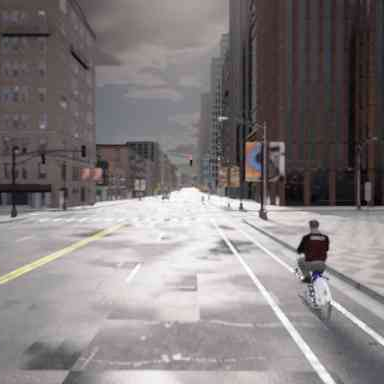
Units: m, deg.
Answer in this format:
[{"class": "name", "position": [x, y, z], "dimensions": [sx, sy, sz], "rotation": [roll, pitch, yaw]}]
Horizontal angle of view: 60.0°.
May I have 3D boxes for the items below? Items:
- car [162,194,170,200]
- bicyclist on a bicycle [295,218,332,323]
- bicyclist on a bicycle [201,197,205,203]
[{"class": "car", "position": [-6.492, 1.270, 83.013], "dimensions": [1.837, 1.490, 4.892], "rotation": [0, 0, 0]}, {"class": "bicyclist on a bicycle", "position": [2.251, 1.377, 6.337], "dimensions": [0.659, 1.776, 1.843], "rotation": [0, 0, 0]}, {"class": "bicyclist on a bicycle", "position": [2.323, 1.569, 69.741], "dimensions": [0.866, 1.612, 1.509], "rotation": [0, 0, -1]}]
